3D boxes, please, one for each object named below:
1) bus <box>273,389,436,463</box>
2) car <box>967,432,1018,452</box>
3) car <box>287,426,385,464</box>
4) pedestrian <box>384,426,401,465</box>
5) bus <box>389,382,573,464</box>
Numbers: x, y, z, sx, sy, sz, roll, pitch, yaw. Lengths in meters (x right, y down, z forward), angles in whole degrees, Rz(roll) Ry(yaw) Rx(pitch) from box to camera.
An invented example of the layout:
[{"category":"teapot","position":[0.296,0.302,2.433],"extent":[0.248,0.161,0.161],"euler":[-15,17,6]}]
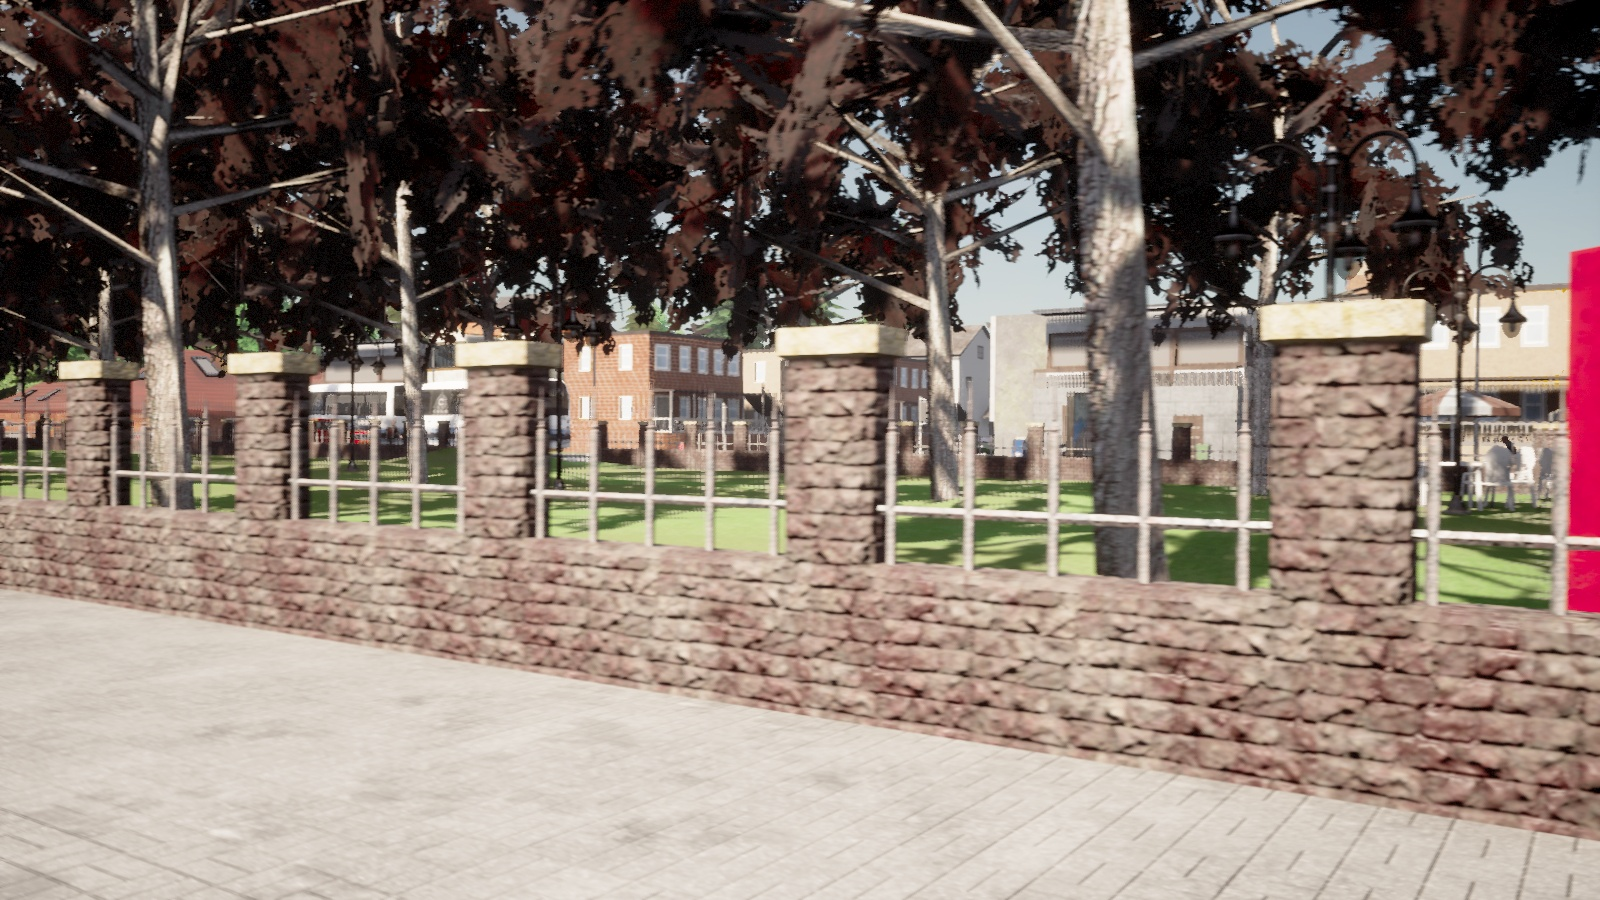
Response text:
[{"category":"bus","position":[-27.317,-1.446,76.810],"extent":[10.273,4.253,3.944],"euler":[1,1,33]},{"category":"car","position":[13.822,-0.557,89.878],"extent":[1.994,1.385,4.181],"euler":[0,1,34]},{"category":"car","position":[-26.318,-0.283,71.201],"extent":[5.566,2.045,2.150],"euler":[0,1,30]},{"category":"pedestrian","position":[-19.625,-0.206,60.465],"extent":[0.720,1.854,0.376],"euler":[0,1,34]},{"category":"bus","position":[-17.763,-1.435,69.646],"extent":[10.273,4.253,3.944],"euler":[0,1,34]}]
